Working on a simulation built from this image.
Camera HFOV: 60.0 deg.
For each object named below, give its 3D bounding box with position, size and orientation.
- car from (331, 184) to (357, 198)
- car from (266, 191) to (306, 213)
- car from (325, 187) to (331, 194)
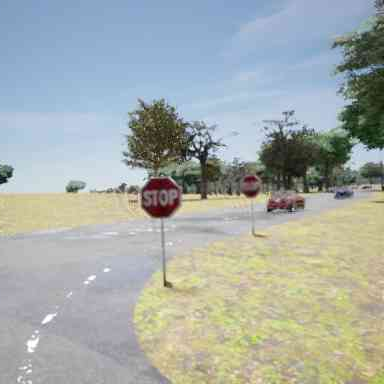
[{"bbox_3d":[22.613,-0.067,49.431,2.097,1.767,4.553,-4,0,32],"label":"car"},{"bbox_3d":[7.894,0.708,27.702,2.097,1.767,4.553,-4,-1,35],"label":"car"},{"bbox_3d":[30.729,-0.442,73.286,2.033,1.411,5.357,-4,0,35],"label":"car"}]
